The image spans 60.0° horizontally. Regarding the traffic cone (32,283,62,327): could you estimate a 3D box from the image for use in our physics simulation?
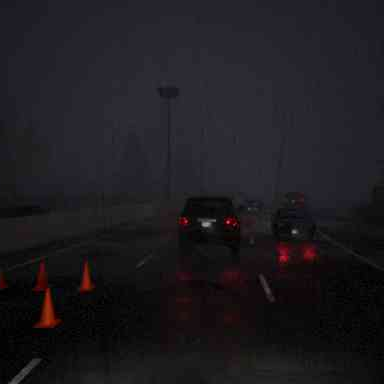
[{"bbox_3d":[-2.423,1.916,5.594,0.340,0.580,0.340,0,0,0],"label":"traffic cone"}]

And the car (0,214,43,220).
[{"bbox_3d":[-9.275,1.383,17.191,1.837,1.490,4.892,0,0,10],"label":"car"}]

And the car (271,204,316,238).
[{"bbox_3d":[5.120,1.504,17.279,1.895,1.301,4.718,0,0,12],"label":"car"}]

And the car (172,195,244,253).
[{"bbox_3d":[0.888,1.140,13.514,2.150,2.045,5.566,0,0,9],"label":"car"}]

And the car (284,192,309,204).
[{"bbox_3d":[11.558,1.019,36.607,2.150,2.045,5.566,0,0,25],"label":"car"}]

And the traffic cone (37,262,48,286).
[{"bbox_3d":[-3.415,1.902,7.598,0.340,0.580,0.340,0,0,0],"label":"traffic cone"}]

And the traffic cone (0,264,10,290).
[{"bbox_3d":[-4.415,1.901,7.603,0.340,0.580,0.340,0,0,0],"label":"traffic cone"}]

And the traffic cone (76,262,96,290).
[{"bbox_3d":[-2.415,1.904,7.594,0.340,0.580,0.340,0,0,0],"label":"traffic cone"}]

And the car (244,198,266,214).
[{"bbox_3d":[6.089,1.304,32.599,2.128,1.511,4.902,0,0,21],"label":"car"}]
